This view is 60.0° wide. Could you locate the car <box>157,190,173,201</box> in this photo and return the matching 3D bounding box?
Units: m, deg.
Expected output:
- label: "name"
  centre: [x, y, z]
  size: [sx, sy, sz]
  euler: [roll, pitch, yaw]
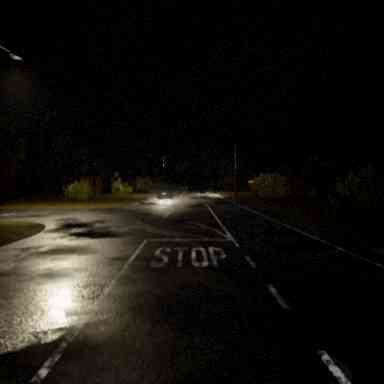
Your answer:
- label: "car"
  centre: [-3.713, 0.470, 47.004]
  size: [1.994, 1.385, 4.181]
  euler: [0, 1, 0]
